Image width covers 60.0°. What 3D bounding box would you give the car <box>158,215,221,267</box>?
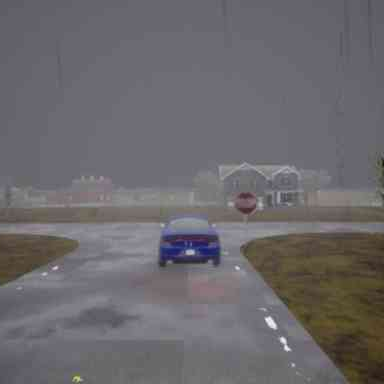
[{"bbox_3d":[-0.131,1.546,11.723,1.882,1.535,5.008,0,0,-2],"label":"car"}]
